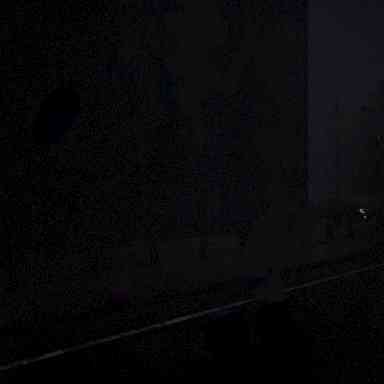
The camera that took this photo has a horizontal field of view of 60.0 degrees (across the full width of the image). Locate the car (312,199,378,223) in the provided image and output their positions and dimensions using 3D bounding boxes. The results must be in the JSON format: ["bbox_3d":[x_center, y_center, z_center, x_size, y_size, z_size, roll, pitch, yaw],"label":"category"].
[{"bbox_3d":[11.600,1.337,25.441,2.097,1.767,4.553,0,0,-35],"label":"car"}]
